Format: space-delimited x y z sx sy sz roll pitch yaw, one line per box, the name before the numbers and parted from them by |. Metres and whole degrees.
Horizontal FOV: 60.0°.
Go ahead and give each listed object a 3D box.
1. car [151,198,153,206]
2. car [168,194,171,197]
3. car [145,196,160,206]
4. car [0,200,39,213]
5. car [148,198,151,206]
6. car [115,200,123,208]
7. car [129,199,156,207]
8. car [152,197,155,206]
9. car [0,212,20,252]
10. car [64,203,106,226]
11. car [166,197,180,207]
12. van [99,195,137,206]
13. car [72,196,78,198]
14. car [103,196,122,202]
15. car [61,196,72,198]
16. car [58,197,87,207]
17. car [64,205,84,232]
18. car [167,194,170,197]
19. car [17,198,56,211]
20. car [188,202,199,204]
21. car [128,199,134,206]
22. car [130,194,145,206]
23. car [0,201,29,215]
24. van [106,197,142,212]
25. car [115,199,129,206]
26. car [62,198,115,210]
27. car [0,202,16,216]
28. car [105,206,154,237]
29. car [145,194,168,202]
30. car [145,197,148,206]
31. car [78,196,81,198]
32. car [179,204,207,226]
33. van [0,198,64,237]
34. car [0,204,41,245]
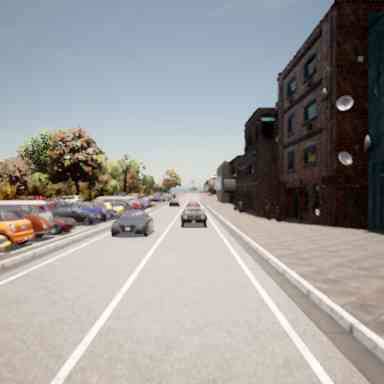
car | -9.197 1.990 53.349 4.674 1.452 2.002 0 0 0
car | -9.294 2.023 93.372 5.366 1.575 1.946 0 0 1
car | -8.974 1.987 58.914 5.366 1.575 1.946 0 0 0
car | -22.531 1.865 42.168 5.366 1.575 1.946 0 0 0
car | -9.183 1.959 50.565 4.792 1.488 2.163 0 0 0
car | -9.342 1.788 31.084 4.892 1.521 2.231 0 0 0
car | -9.158 2.049 61.556 4.674 1.452 2.002 -1 0 1
car | -9.206 1.999 56.132 4.792 1.488 2.163 0 0 0
car | -9.274 1.624 11.600 5.366 1.575 1.946 0 0 0
car | -9.374 1.784 25.517 4.674 1.452 2.002 0 0 0
car | -3.147 2.063 60.211 1.895 1.301 4.718 0 0 1
van | -9.166 1.624 39.434 4.442 1.987 1.878 0 0 0
car | -22.289 1.843 56.092 4.553 1.767 2.185 0 0 0
car | -21.682 1.884 90.623 4.553 1.767 2.185 0 0 1
car | -22.306 1.823 53.307 4.553 1.767 2.185 0 0 0
car | -22.190 1.884 61.787 4.553 1.767 2.185 0 0 0
car | -9.378 1.729 19.950 4.792 1.488 2.163 0 0 0
car | -9.137 2.051 90.544 4.674 1.452 2.002 0 0 1
car | -22.278 1.784 47.862 4.553 1.767 2.185 0 0 0
car | 0.194 1.907 42.214 1.994 1.385 4.181 0 0 0
car | -9.294 1.830 36.650 4.892 1.521 2.231 0 0 0
car | -9.237 1.618 42.218 5.566 2.045 2.435 0 0 0
car | -22.368 1.849 39.508 5.008 1.535 2.097 0 0 0
van | -9.132 1.663 44.876 4.442 1.987 1.878 0 0 0
car | -9.504 1.805 33.868 5.366 1.575 1.946 0 0 0
car | -9.323 1.641 28.300 4.553 1.767 2.185 0 0 0
car | -22.351 1.858 36.721 4.792 1.488 2.163 0 0 0
car | -3.319 1.738 19.167 1.994 1.385 4.181 0 0 0
car | -9.214 2.011 84.892 4.792 1.488 2.163 0 0 1
car | -9.224 1.911 47.782 4.892 1.521 2.231 0 0 0
car | -22.268 1.738 59.003 5.566 2.045 2.435 0 0 0
car | 0.146 1.826 25.534 1.895 1.301 4.718 0 0 0
van | -9.308 1.449 17.106 4.442 1.987 1.878 0 -1 0
car | -9.411 1.526 14.385 4.553 1.767 2.185 0 0 0
